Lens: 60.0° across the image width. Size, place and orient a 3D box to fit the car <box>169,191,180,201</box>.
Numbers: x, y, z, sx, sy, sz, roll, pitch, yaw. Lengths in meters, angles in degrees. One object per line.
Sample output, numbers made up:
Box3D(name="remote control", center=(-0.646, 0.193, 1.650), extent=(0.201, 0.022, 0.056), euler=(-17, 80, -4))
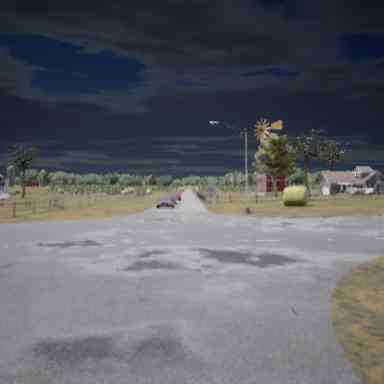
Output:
Box3D(name="car", center=(-3.124, 1.068, 49.459), extent=(1.837, 1.490, 4.892), euler=(0, 0, 0))

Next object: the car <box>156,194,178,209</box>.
Box3D(name="car", center=(-3.049, 1.213, 38.878), extent=(1.994, 1.385, 4.181), euler=(0, 0, -1))

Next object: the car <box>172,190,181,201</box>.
Box3D(name="car", center=(-3.195, 0.678, 63.323), extent=(2.150, 2.045, 5.566), euler=(0, 1, 0))
